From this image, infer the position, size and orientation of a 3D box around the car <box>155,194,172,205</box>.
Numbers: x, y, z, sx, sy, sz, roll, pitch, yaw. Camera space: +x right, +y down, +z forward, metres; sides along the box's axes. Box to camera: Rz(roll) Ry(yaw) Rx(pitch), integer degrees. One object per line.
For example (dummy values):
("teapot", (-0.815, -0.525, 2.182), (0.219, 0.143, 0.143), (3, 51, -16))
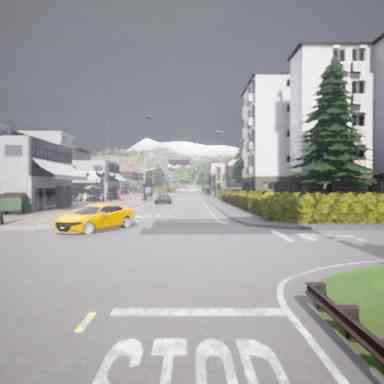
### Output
("car", (-3.603, 0.924, 42.530), (1.994, 1.385, 4.181), (0, 1, 0))

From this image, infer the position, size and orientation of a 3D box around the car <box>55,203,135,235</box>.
("car", (-5.192, 1.392, 18.344), (1.882, 1.535, 5.008), (1, 2, 26))
